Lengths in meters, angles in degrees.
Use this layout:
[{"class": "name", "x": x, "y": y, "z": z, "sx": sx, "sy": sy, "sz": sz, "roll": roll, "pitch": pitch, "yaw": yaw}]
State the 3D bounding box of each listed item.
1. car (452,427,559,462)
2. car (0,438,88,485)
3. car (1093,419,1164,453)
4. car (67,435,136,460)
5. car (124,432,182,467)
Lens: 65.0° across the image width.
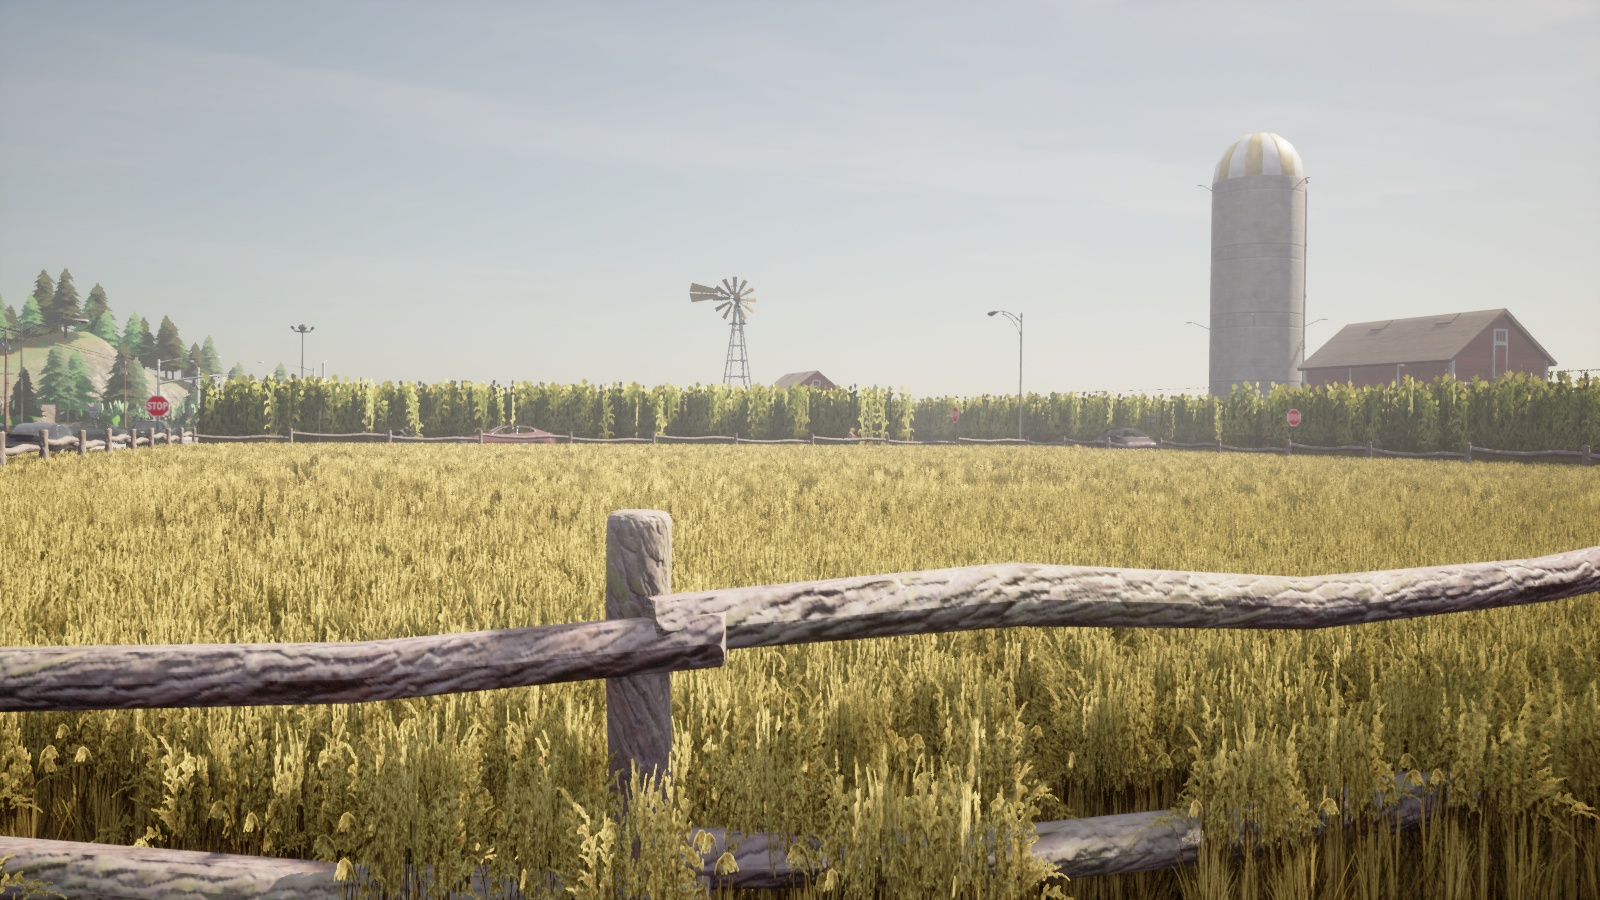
[{"class": "car", "x": -14.786, "y": -0.292, "z": 63.064, "sx": 5.027, "sy": 1.651, "sz": 2.152, "roll": -1, "pitch": 1, "yaw": -19}, {"class": "car", "x": -26.854, "y": 0.369, "z": 44.592, "sx": 1.837, "sy": 1.490, "sz": 4.892, "roll": -1, "pitch": 1, "yaw": -19}, {"class": "car", "x": 16.172, "y": -0.706, "z": 62.004, "sx": 1.851, "sy": 1.617, "sz": 3.988, "roll": -1, "pitch": 1, "yaw": -11}, {"class": "car", "x": -47.225, "y": -0.191, "z": 84.913, "sx": 3.988, "sy": 1.617, "sz": 1.851, "roll": -1, "pitch": 1, "yaw": -30}, {"class": "car", "x": -34.752, "y": -0.067, "z": 67.534, "sx": 2.097, "sy": 1.767, "sz": 4.553, "roll": -1, "pitch": 1, "yaw": -19}]
